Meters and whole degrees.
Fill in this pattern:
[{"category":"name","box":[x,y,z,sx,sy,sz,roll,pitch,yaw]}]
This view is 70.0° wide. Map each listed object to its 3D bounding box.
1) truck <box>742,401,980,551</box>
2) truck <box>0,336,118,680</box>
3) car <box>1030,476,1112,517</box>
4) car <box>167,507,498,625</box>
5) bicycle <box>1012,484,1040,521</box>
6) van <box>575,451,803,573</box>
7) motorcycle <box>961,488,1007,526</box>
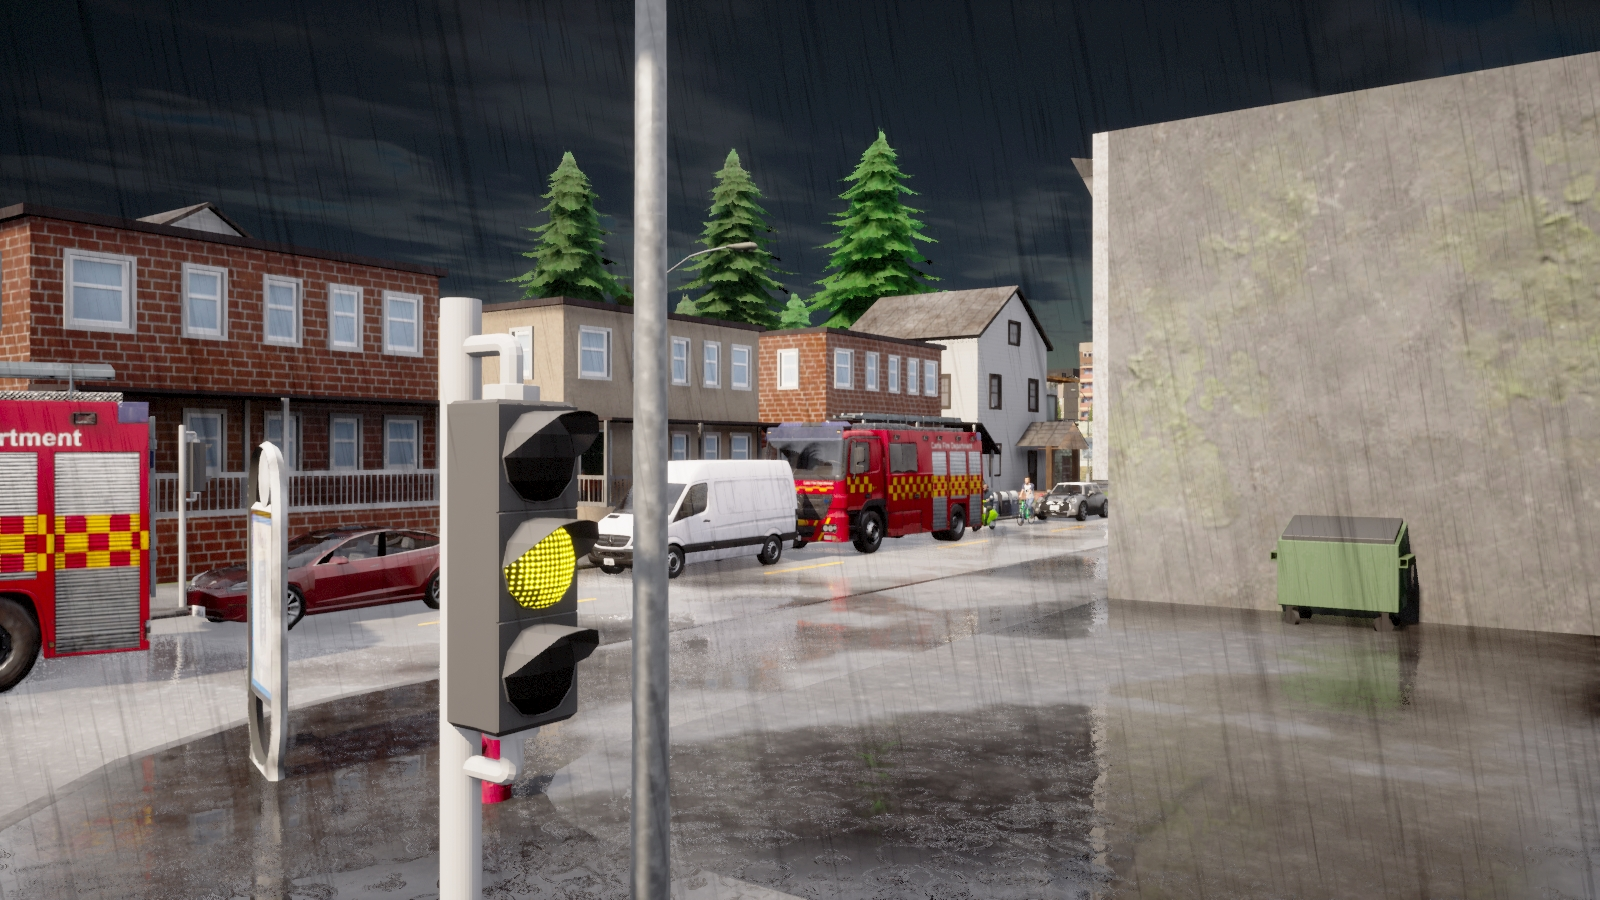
[{"category":"truck","box":[2.054,0.663,33.403,2.891,3.827,8.468,0,0,35]},{"category":"truck","box":[-12.329,0.662,12.365,8.468,3.827,2.891,0,0,-31]},{"category":"car","box":[11.003,1.837,46.179,1.970,1.475,3.806,0,0,35]},{"category":"car","box":[-7.757,1.835,19.419,2.163,1.488,4.792,0,0,35]},{"category":"bicycle","box":[8.406,1.928,42.476,0.373,1.296,1.643,0,0,35]},{"category":"van","box":[-2.442,1.307,26.996,1.988,2.561,5.915,0,0,35]},{"category":"motorcycle","box":[6.398,1.954,39.613,0.856,1.236,1.805,0,0,35]}]
